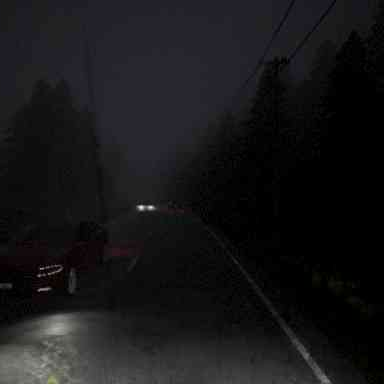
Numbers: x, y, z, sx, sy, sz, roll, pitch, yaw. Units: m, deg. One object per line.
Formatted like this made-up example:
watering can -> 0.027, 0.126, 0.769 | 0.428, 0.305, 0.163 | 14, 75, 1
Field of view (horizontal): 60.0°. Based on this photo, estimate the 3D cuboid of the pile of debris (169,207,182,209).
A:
pile of debris -> -2.064, 1.971, 41.053 | 1.500, 0.140, 1.860 | 0, 0, -6

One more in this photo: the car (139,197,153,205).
car -> -7.065, 1.351, 50.907 | 1.895, 1.301, 4.718 | 0, 0, -12

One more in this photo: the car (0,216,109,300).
car -> -3.495, 1.437, 8.579 | 1.882, 1.535, 5.008 | 0, 0, -2

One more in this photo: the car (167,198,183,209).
car -> -2.222, 1.390, 42.303 | 1.895, 1.301, 4.718 | 0, 0, -7
